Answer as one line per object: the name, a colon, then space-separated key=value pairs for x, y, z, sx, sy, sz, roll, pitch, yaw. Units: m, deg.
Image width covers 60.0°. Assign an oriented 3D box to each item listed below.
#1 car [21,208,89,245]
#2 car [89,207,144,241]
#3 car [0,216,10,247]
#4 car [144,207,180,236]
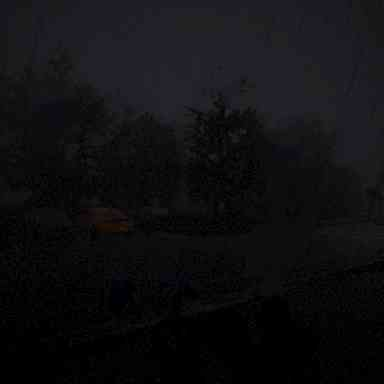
car: x=-7.058 y=1.568 z=16.205 sx=2.231 sy=1.521 sz=4.892 roll=1 pitch=0 yaw=-35
car: x=-4.808 y=1.590 z=17.792 sx=2.097 sy=1.535 sz=5.008 roll=1 pitch=0 yaw=-35
car: x=-9.312 y=1.572 z=14.629 sx=2.163 sy=1.488 sz=4.792 roll=1 pitch=-1 yaw=-35
car: x=-2.562 y=1.612 z=19.388 sx=2.231 sy=1.521 sz=4.892 roll=0 pitch=0 yaw=-35
